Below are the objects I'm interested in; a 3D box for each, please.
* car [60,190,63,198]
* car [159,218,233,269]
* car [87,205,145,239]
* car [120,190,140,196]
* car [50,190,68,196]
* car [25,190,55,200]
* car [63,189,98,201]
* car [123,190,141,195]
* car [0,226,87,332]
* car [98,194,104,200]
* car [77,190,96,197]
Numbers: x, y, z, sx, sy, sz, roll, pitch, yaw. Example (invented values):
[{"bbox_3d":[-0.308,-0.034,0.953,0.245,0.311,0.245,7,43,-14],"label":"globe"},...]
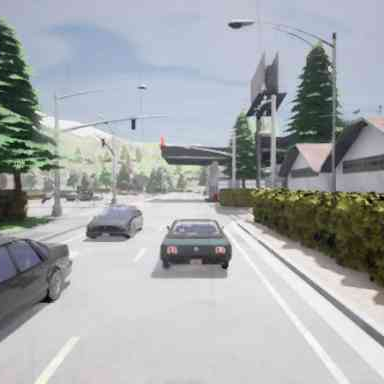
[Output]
[{"bbox_3d":[-23.931,0.444,65.510,4.514,1.523,2.007,0,1,0],"label":"car"},{"bbox_3d":[0.110,1.461,10.605,1.895,1.301,4.718,0,1,0],"label":"car"},{"bbox_3d":[-3.494,1.335,16.175,2.033,1.411,5.357,0,1,1],"label":"car"},{"bbox_3d":[-16.313,0.193,87.381,5.027,1.636,2.152,0,1,0],"label":"car"},{"bbox_3d":[-34.979,0.245,87.446,3.806,1.475,1.970,0,1,0],"label":"car"},{"bbox_3d":[-24.586,0.405,53.049,4.605,1.855,1.932,0,1,0],"label":"car"},{"bbox_3d":[-16.704,0.428,49.797,3.866,1.878,1.905,0,1,0],"label":"car"},{"bbox_3d":[-16.379,0.162,90.518,4.514,1.523,2.007,0,1,0],"label":"car"},{"bbox_3d":[-3.584,1.478,5.218,2.033,1.411,5.357,0,1,0],"label":"car"},{"bbox_3d":[-16.108,0.668,53.128,3.806,1.475,1.970,0,1,0],"label":"car"},{"bbox_3d":[-23.933,0.336,75.502,3.633,1.501,1.845,0,1,0],"label":"car"}]
